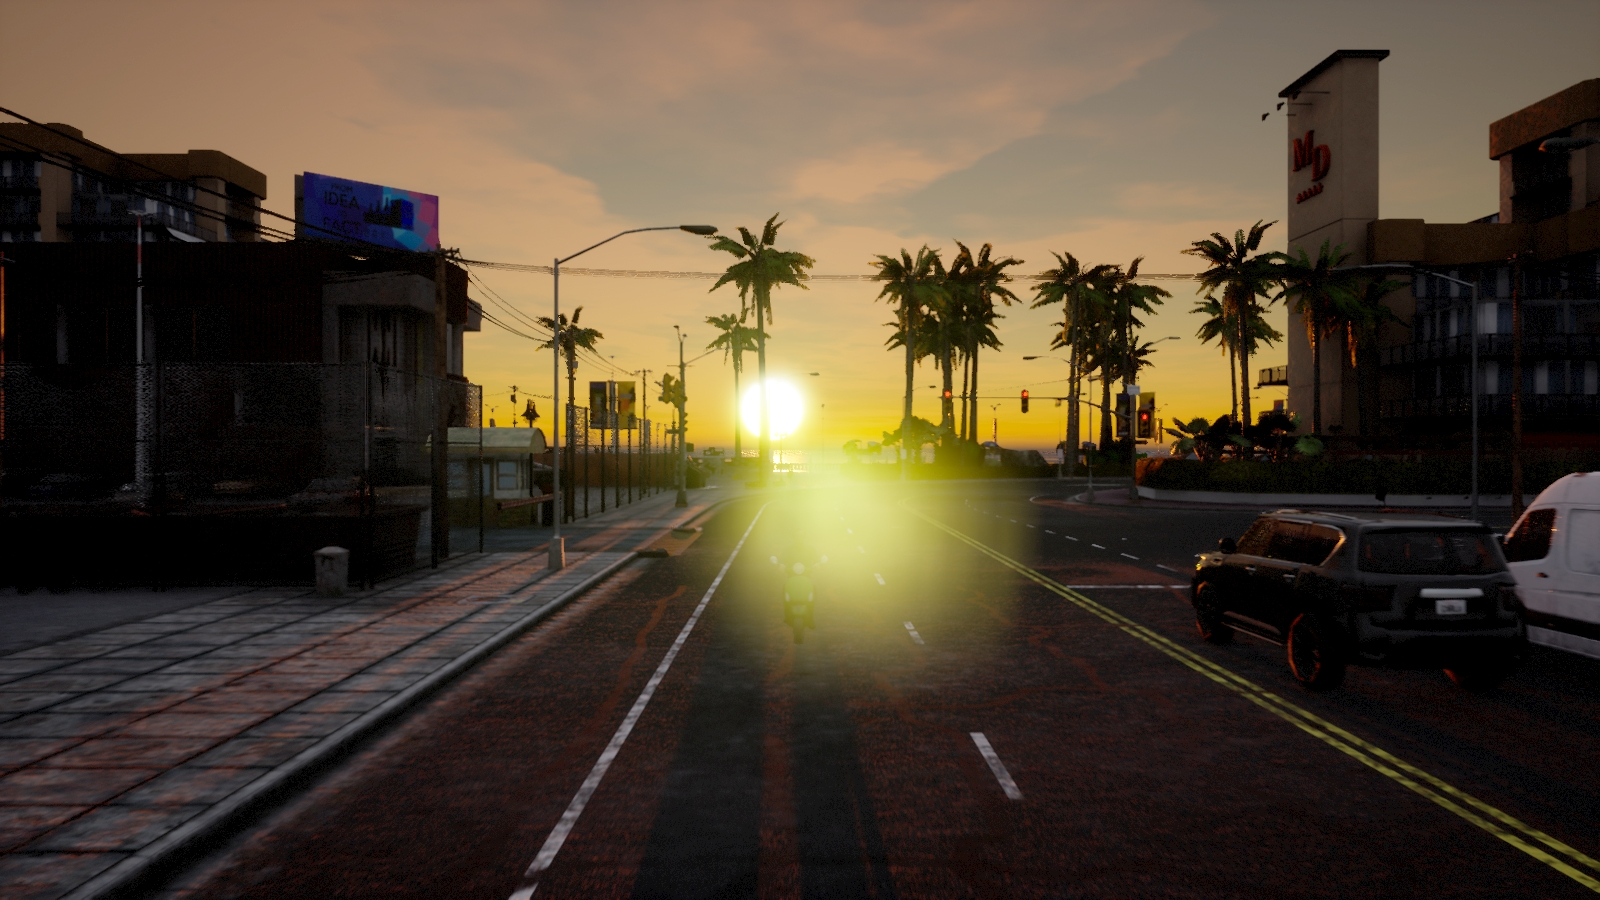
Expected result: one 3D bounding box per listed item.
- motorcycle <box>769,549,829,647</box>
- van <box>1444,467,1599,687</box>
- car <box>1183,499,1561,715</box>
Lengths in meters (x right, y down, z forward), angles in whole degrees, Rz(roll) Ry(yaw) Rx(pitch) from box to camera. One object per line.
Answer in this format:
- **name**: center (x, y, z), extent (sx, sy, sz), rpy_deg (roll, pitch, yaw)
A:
- **motorcycle**: center (-0.012, 2.182, 17.150), extent (0.856, 1.236, 1.805), rpy_deg (0, 0, 0)
- **van**: center (10.487, 1.534, 13.872), extent (1.988, 2.561, 5.915), rpy_deg (0, 0, 0)
- **car**: center (6.986, 1.779, 14.873), extent (2.150, 2.045, 5.566), rpy_deg (0, 0, 0)
